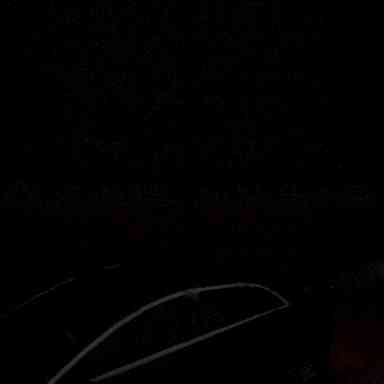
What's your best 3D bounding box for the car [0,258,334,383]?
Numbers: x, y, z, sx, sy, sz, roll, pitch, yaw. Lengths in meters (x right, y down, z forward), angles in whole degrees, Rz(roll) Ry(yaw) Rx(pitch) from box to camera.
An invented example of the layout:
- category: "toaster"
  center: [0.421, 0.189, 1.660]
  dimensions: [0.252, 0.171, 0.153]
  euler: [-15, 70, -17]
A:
- category: "car"
  center: [-0.609, 1.497, 3.113]
  dimensions: [4.902, 1.511, 2.128]
  euler: [0, 0, -37]
